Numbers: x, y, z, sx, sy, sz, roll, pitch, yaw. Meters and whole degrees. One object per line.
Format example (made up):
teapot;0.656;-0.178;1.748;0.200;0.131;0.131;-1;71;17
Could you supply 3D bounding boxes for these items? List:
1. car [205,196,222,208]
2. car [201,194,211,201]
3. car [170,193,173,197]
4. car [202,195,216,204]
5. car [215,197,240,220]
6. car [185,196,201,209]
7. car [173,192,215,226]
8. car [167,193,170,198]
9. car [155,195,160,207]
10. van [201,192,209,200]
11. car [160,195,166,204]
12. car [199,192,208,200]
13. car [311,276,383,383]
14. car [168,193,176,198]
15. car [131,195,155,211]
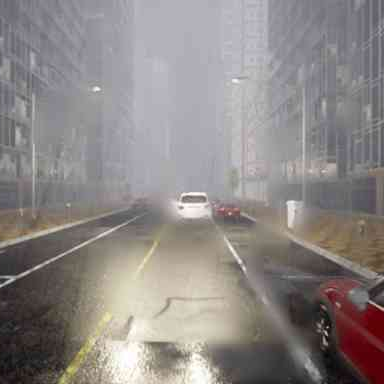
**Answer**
car;2.719;1.294;43.123;1.947;1.339;4.313;0;0;0
car;2.733;1.132;65.891;1.947;1.339;4.313;0;0;0
car;-5.633;0.918;88.505;1.752;1.417;4.829;0;0;0
car;2.726;1.214;54.507;1.947;1.339;4.313;0;0;0
car;2.708;1.387;26.047;1.887;1.381;4.507;0;0;0
car;0.116;1.268;40.972;1.812;1.442;4.674;0;0;0
car;0.114;1.087;22.301;2.150;2.045;5.566;0;0;0
car;-5.651;1.173;60.213;1.947;1.339;4.313;0;0;0
car;-5.662;1.310;43.136;1.802;1.307;4.206;0;0;0
van;2.737;0.864;71.583;1.690;1.788;3.998;0;0;0
car;-5.654;1.193;54.521;1.887;1.381;4.507;0;0;0
car;2.741;0.920;77.275;1.967;1.590;4.097;0;0;0
car;2.693;1.421;3.276;1.967;1.590;4.097;0;0;0
car;-5.630;0.896;94.369;2.008;1.369;4.403;0;0;0
car;-5.665;1.312;37.443;1.887;1.381;4.507;0;0;0
